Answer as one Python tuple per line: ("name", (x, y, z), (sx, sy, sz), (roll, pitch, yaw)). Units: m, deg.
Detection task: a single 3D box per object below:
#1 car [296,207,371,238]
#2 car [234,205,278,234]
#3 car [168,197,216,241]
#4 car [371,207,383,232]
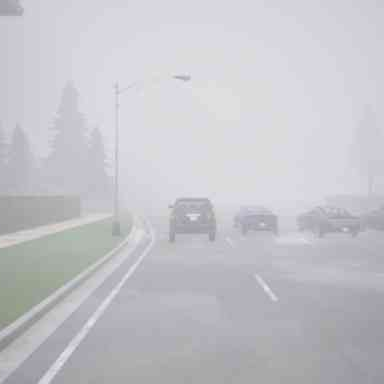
("car", (7.096, 1.527, 17.820), (2.128, 1.511, 4.902), (0, 0, 0))
("car", (3.596, 1.517, 19.387), (1.882, 1.535, 5.008), (0, 0, 0))
("car", (-0.038, 1.256, 17.062), (2.150, 2.045, 5.566), (0, 0, -2))
("car", (10.596, 1.527, 17.829), (2.128, 1.511, 4.902), (0, 0, 0))
